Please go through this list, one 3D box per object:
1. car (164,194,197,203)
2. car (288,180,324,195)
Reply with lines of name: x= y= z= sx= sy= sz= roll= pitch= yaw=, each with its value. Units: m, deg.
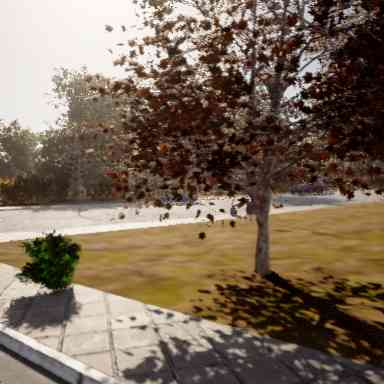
car: x=-1.609 y=0.626 z=37.945 sx=4.674 sy=1.442 sz=1.812 roll=-3 pitch=3 yaw=-34
car: x=16.704 y=-0.664 z=48.531 sx=5.566 sy=2.045 sz=2.150 roll=-3 pitch=2 yaw=-25
